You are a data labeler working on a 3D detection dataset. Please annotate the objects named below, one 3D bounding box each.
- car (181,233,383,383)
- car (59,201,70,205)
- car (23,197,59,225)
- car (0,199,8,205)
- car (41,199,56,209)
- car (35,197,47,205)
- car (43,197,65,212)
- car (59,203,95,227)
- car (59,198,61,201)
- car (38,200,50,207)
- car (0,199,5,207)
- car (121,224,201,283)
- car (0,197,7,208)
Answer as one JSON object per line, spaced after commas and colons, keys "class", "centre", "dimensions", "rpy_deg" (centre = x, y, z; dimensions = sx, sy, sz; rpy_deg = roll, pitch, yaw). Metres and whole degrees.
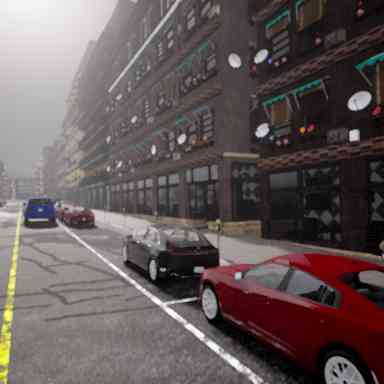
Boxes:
{"class": "car", "centre": [1.703, 1.573, 4.874], "dimensions": [1.887, 1.381, 4.507], "rpy_deg": [2, -1, -27]}
{"class": "car", "centre": [-10.862, 1.770, 29.508], "dimensions": [1.887, 1.381, 4.507], "rpy_deg": [2, -1, -27]}
{"class": "car", "centre": [-12.303, 1.430, 26.836], "dimensions": [2.150, 2.045, 5.566], "rpy_deg": [0, 0, -26]}
{"class": "car", "centre": [-45.554, 2.380, 80.173], "dimensions": [1.802, 1.307, 4.206], "rpy_deg": [1, -1, -27]}
{"class": "car", "centre": [-23.457, 1.902, 54.130], "dimensions": [1.967, 1.590, 4.097], "rpy_deg": [1, -1, -27]}
{"class": "car", "centre": [-33.509, 1.999, 73.841], "dimensions": [2.192, 1.841, 5.009], "rpy_deg": [1, -1, -27]}
{"class": "car", "centre": [-18.428, 1.677, 44.278], "dimensions": [2.192, 1.841, 5.009], "rpy_deg": [1, -1, -27]}
{"class": "car", "centre": [-8.349, 1.727, 24.582], "dimensions": [1.887, 1.381, 4.507], "rpy_deg": [2, -1, -27]}
{"class": "car", "centre": [-13.367, 1.710, 34.441], "dimensions": [1.967, 1.590, 4.097], "rpy_deg": [2, -1, -27]}
{"class": "car", "centre": [-28.486, 2.151, 63.982], "dimensions": [1.802, 1.307, 4.206], "rpy_deg": [1, -1, -27]}
{"class": "car", "centre": [-38.014, 2.162, 65.393], "dimensions": [1.887, 1.381, 4.507], "rpy_deg": [2, -1, -27]}
{"class": "car", "centre": [-0.811, 1.615, 9.802], "dimensions": [2.008, 1.369, 4.403], "rpy_deg": [2, -1, -27]}
{"class": "car", "centre": [-35.496, 1.875, 60.471], "dimensions": [2.192, 1.841, 5.009], "rpy_deg": [2, -1, -27]}
